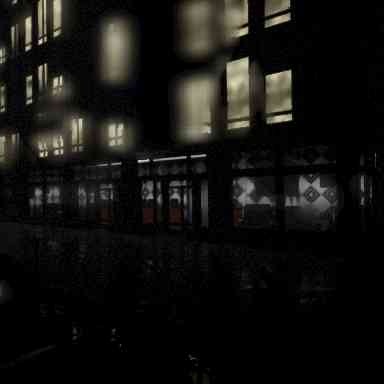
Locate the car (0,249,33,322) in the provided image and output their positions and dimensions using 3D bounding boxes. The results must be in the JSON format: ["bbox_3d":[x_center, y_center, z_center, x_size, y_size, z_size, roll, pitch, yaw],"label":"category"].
[{"bbox_3d":[-4.687,1.567,6.190,4.313,1.339,1.947,0,-1,36],"label":"car"}]
